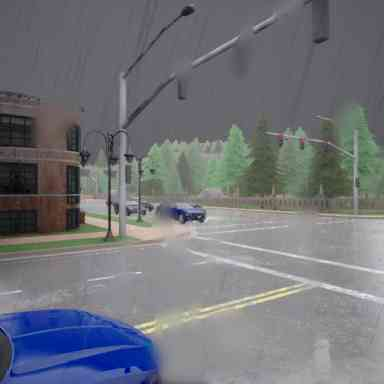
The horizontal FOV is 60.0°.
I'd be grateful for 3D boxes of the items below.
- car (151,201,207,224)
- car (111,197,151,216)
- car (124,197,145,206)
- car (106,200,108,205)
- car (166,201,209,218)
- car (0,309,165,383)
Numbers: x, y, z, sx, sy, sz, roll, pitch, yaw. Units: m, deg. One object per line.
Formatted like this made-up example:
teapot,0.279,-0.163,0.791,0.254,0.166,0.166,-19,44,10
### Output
car,-0.919,1.478,25.274,1.882,1.535,5.008,0,0,-35
car,-6.195,1.526,32.833,1.812,1.442,4.674,0,0,-35
car,-9.828,1.526,56.668,1.812,1.442,4.674,0,0,-35
car,-12.626,1.564,54.562,1.994,1.385,4.181,0,0,-35
car,-0.491,1.564,30.776,1.994,1.385,4.181,0,0,-35
car,-2.501,1.478,1.957,5.008,1.535,1.882,0,0,-36
